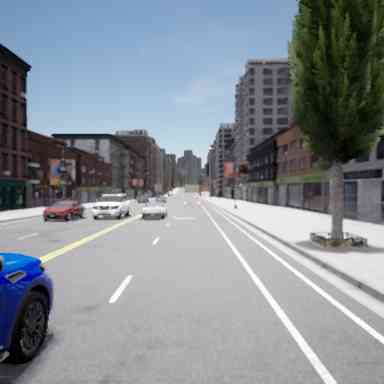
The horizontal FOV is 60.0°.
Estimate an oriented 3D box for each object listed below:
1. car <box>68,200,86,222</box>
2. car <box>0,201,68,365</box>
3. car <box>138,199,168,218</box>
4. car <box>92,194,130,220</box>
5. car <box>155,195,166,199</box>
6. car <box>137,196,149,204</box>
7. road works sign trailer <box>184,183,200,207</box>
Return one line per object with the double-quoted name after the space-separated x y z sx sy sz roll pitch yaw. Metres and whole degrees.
-9.847 1.424 25.949 1.882 1.535 5.008 0 0 0 "car"
-3.152 1.212 2.652 2.150 2.045 5.566 0 0 0 "car"
-3.152 1.549 28.888 1.895 1.301 4.718 0 0 0 "car"
-6.598 1.169 27.714 2.150 2.045 5.566 0 0 0 "car"
-6.502 1.436 69.070 2.097 1.767 4.553 0 0 0 "car"
-9.756 1.561 66.593 1.837 1.490 4.892 0 0 0 "car"
0.023 0.472 51.021 2.380 3.560 2.880 0 0 3 "road works sign trailer"
